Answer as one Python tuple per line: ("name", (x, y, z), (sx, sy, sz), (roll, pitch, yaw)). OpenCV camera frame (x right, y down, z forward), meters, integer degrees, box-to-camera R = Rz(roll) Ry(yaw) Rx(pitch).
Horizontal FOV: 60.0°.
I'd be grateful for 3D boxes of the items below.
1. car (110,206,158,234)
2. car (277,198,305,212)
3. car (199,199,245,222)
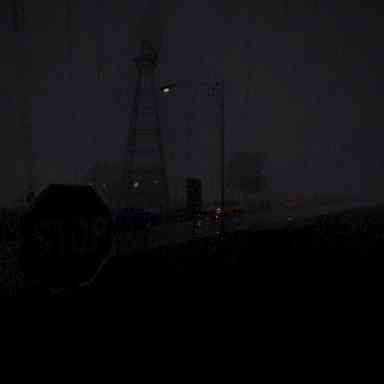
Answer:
("car", (-4.083, 1.590, 18.772), (1.882, 1.535, 5.008), (0, 0, 37))
("car", (11.806, 1.490, 39.456), (1.882, 1.535, 5.008), (0, 0, 38))
("car", (2.509, 1.422, 27.457), (2.097, 1.767, 4.553), (0, 0, 37))
